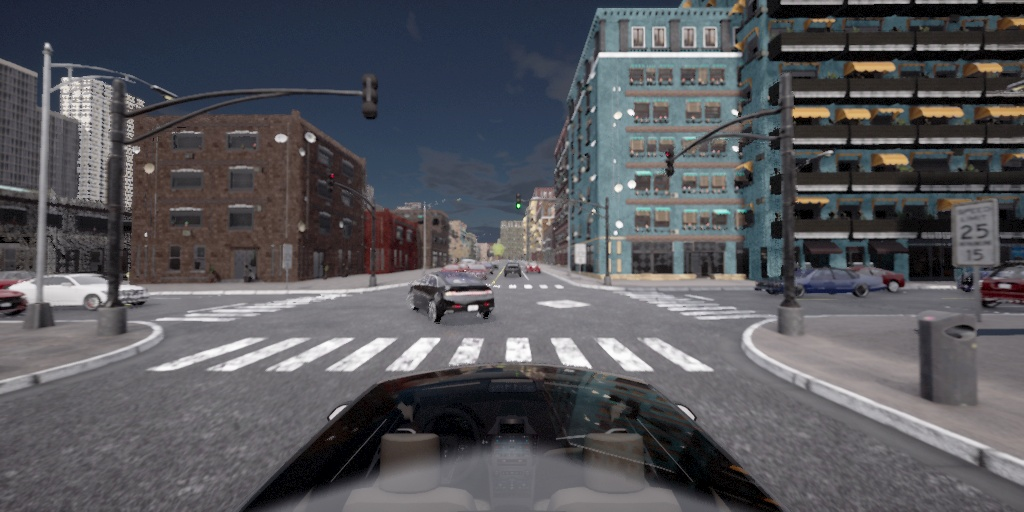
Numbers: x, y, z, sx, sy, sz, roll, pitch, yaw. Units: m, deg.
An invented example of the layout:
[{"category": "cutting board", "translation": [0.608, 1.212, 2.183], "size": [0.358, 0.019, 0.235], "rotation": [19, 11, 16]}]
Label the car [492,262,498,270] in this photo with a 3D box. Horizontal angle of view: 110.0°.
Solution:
[{"category": "car", "translation": [-3.092, 1.524, 42.956], "size": [2.033, 1.411, 5.357], "rotation": [0, 0, 0]}]

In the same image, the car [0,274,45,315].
[{"category": "car", "translation": [-19.297, 1.421, 12.097], "size": [4.507, 1.381, 1.888], "rotation": [0, 0, 1]}]

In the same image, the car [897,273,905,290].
[{"category": "car", "translation": [19.472, 1.307, 20.346], "size": [4.507, 1.381, 1.888], "rotation": [0, 0, 1]}]

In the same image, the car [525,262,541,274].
[{"category": "car", "translation": [2.682, 1.434, 46.240], "size": [1.967, 1.591, 4.097], "rotation": [0, 0, 0]}]

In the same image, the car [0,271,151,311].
[{"category": "car", "translation": [-17.834, 1.455, 14.821], "size": [4.674, 1.442, 1.812], "rotation": [0, -1, 1]}]

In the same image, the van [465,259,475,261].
[{"category": "van", "translation": [-5.699, 1.335, 46.178], "size": [1.690, 1.789, 3.998], "rotation": [0, 0, 0]}]

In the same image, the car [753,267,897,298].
[{"category": "car", "translation": [15.097, 1.279, 17.724], "size": [5.357, 1.411, 2.033], "rotation": [0, -1, 1]}]

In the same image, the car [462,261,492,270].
[{"category": "car", "translation": [-3.096, 1.445, 32.591], "size": [1.812, 1.442, 4.674], "rotation": [0, 0, 0]}]

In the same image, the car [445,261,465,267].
[{"category": "car", "translation": [-5.773, 1.477, 34.809], "size": [1.888, 1.381, 4.507], "rotation": [0, 0, 0]}]

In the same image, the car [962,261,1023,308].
[{"category": "car", "translation": [18.171, 1.003, 11.777], "size": [4.097, 1.591, 1.967], "rotation": [0, 0, 1]}]

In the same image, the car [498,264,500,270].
[{"category": "car", "translation": [-3.041, 1.664, 58.653], "size": [1.895, 1.301, 4.718], "rotation": [0, 0, 0]}]

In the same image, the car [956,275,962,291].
[{"category": "car", "translation": [25.045, 1.004, 17.635], "size": [4.553, 1.767, 2.097], "rotation": [-1, -1, 0]}]

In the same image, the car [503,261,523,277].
[{"category": "car", "translation": [0.092, 1.461, 39.332], "size": [1.837, 1.490, 4.892], "rotation": [0, 0, 0]}]

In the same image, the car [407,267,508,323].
[{"category": "car", "translation": [-2.302, 1.302, 12.552], "size": [2.128, 1.511, 4.902], "rotation": [1, 0, -29]}]
